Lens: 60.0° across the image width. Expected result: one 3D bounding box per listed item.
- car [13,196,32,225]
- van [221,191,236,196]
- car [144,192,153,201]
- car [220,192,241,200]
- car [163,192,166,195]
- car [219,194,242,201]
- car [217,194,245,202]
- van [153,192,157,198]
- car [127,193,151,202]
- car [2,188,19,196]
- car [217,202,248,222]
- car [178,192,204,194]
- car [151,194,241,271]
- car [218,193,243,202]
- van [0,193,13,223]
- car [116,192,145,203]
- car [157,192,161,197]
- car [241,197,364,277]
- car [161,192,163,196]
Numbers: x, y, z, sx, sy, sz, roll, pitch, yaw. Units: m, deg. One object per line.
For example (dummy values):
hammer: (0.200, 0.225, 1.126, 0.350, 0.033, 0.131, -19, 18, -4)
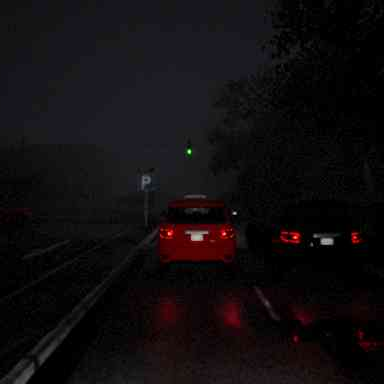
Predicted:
car: (-13.636, 1.372, 23.006, 4.553, 1.767, 2.185, -1, 0, -19)
van: (7.258, 0.956, 63.414, 4.442, 1.987, 1.878, 1, 0, -14)
car: (-10.825, 1.228, 63.805, 5.366, 1.575, 1.946, -1, 0, -15)
car: (9.426, 1.019, 81.084, 4.553, 1.767, 2.185, 0, 0, -12)
car: (-9.299, 1.252, 78.766, 4.674, 1.452, 2.002, -1, 0, -13)
car: (8.689, 1.198, 75.217, 4.674, 1.452, 2.002, 1, 0, -13)
car: (8.176, 1.169, 69.378, 5.366, 1.575, 1.946, 1, 0, -13)
van: (-10.268, 0.998, 69.797, 4.442, 1.987, 1.878, -1, 0, -14)
car: (-10.732, 1.105, 66.757, 4.553, 1.767, 2.185, -1, 0, -14)
car: (-28.185, 0.067, 51.673, 2.002, 1.452, 4.674, 6, -3, -19)
car: (3.156, 1.568, 26.794, 1.994, 1.385, 4.181, 0, 0, -1)
car: (0.273, 1.225, 25.175, 2.150, 2.045, 5.566, 0, 0, 1)
car: (0.120, 1.224, 11.028, 2.150, 2.045, 5.566, 0, 0, 0)
car: (7.641, 1.051, 66.384, 4.553, 1.767, 2.185, 1, 0, -14)
van: (-13.611, 1.269, 20.028, 4.442, 1.987, 1.878, -1, 0, -19)
car: (-11.468, 1.275, 60.813, 4.792, 1.488, 2.163, -1, 0, -15)
car: (-10.041, 1.223, 72.768, 4.892, 1.521, 2.231, -1, 0, -14)
car: (3.120, 1.224, 10.364, 2.150, 2.045, 5.566, 0, 0, 0)
car: (-9.669, 1.256, 75.764, 4.674, 1.452, 2.002, -1, 0, -13)
